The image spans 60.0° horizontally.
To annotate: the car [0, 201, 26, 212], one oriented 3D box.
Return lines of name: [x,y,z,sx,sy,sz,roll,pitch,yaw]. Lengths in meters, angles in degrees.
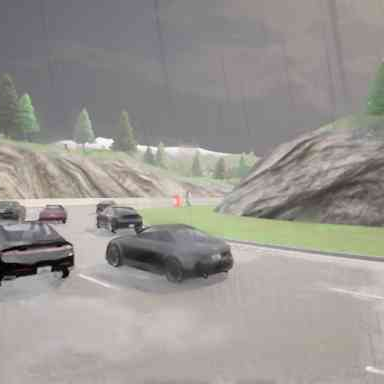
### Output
car: [-14.653,1.467,26.584,2.097,1.767,4.553,0,0,-19]

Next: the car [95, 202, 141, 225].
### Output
car: [-4.584,1.628,20.574,1.837,1.490,4.892,0,0,-31]

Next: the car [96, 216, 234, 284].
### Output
car: [-0.804,1.632,9.934,4.181,1.385,1.994,0,-1,45]

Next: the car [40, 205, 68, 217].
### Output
car: [-11.094,1.698,26.777,1.994,1.385,4.181,0,0,-19]

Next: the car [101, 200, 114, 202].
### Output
car: [-9.924,1.705,39.352,1.882,1.535,5.008,0,0,-3]

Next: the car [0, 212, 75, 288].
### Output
car: [-4.936,1.534,9.238,2.128,1.511,4.902,1,0,-42]
